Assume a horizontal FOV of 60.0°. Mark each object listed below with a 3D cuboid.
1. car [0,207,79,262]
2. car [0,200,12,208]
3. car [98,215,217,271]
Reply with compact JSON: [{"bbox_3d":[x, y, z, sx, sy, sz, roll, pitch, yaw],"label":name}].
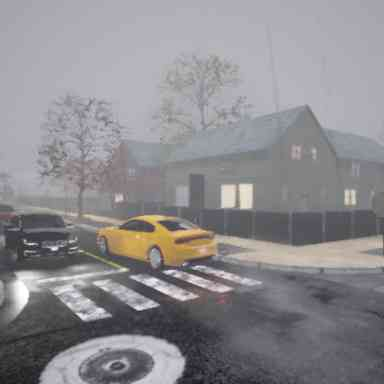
[{"bbox_3d":[-5.683,1.510,12.279,1.837,1.490,4.892,1,-1,-36],"label":"car"},{"bbox_3d":[-11.982,1.474,20.615,1.882,1.535,5.008,1,-1,-37],"label":"car"},{"bbox_3d":[-1.385,1.534,11.361,1.882,1.535,5.008,0,0,-44],"label":"car"}]
